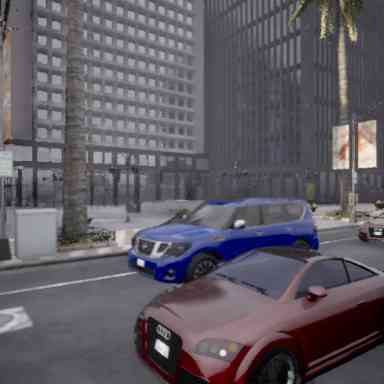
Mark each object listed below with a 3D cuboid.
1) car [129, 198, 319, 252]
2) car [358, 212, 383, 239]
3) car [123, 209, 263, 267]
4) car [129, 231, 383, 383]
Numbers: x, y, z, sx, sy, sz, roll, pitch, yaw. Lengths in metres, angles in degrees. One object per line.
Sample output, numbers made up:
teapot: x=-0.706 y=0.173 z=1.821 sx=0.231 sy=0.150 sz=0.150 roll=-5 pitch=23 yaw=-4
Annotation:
car: x=1.119 y=1.200 z=8.964 sx=5.566 sy=2.045 sz=2.150 roll=0 pitch=0 yaw=-35
car: x=9.216 y=1.507 z=14.732 sx=4.181 sy=1.385 sz=1.994 roll=0 pitch=0 yaw=-35
car: x=0.141 y=1.488 z=12.185 sx=4.786 sy=1.482 sz=2.161 roll=0 pitch=0 yaw=-36
car: x=1.308 y=1.551 z=4.834 sx=4.181 sy=1.385 sz=1.994 roll=0 pitch=0 yaw=-35
